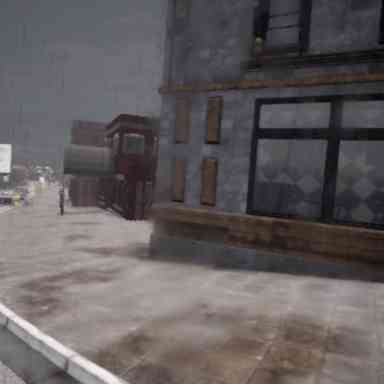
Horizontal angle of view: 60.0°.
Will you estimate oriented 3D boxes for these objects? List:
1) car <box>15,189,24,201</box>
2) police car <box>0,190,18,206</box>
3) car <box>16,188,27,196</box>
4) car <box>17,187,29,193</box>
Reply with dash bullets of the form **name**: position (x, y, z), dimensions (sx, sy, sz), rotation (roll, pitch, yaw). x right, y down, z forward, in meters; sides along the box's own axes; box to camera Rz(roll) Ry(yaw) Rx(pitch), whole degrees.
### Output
- **car**: position (-30.961, 0.863, 57.720), dimensions (1.801, 1.575, 5.366), rotation (3, 0, -22)
- **police car**: position (-27.131, 1.045, 48.393), dimensions (1.930, 1.638, 5.238), rotation (3, 0, -22)
- **car**: position (-33.150, 0.612, 63.069), dimensions (2.097, 1.767, 4.553), rotation (3, 0, -22)
- **car**: position (-40.863, -0.076, 79.116), dimensions (2.150, 2.045, 5.566), rotation (3, 0, -22)
